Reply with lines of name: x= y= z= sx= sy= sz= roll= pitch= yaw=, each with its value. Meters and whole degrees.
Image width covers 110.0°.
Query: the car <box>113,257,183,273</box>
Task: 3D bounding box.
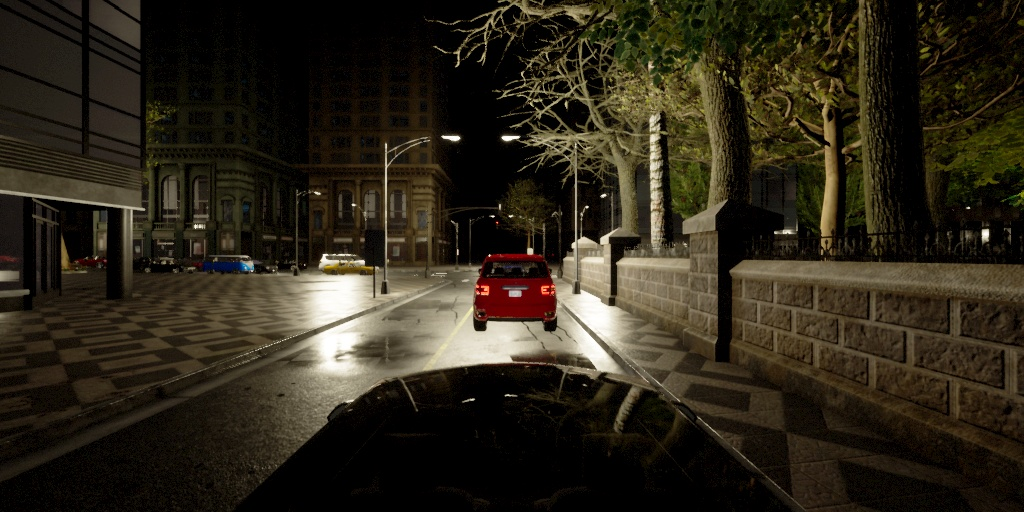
car: x=-36.616 y=0.858 z=36.155 sx=4.902 sy=1.511 sz=2.128 roll=1 pitch=0 yaw=0

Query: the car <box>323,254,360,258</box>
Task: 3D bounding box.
car: x=-16.376 y=0.830 z=36.027 sx=5.566 sy=2.045 sz=2.150 roll=1 pitch=0 yaw=1

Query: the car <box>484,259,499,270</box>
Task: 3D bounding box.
car: x=-3.126 y=1.221 z=54.034 sx=2.033 sy=1.411 sz=5.357 roll=0 pitch=0 yaw=-4

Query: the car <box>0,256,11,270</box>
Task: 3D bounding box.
car: x=-48.831 y=0.741 z=33.547 sx=4.403 sy=1.370 sz=2.007 roll=0 pitch=0 yaw=0

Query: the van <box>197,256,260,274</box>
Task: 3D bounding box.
van: x=-26.356 y=0.840 z=33.419 sx=3.998 sy=1.789 sz=1.690 roll=0 pitch=0 yaw=0

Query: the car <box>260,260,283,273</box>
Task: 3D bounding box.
car: x=-26.610 y=1.043 z=36.087 sx=5.357 sy=1.411 sz=2.033 roll=1 pitch=0 yaw=1

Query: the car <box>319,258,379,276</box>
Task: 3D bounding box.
car: x=-14.945 y=1.146 z=33.354 sx=4.829 sy=1.417 sz=1.751 roll=0 pitch=0 yaw=0

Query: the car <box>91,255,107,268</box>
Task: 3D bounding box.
car: x=-48.790 y=0.630 z=42.073 sx=4.097 sy=1.591 sz=1.967 roll=0 pitch=0 yaw=0

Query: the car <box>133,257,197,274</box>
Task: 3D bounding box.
car: x=-31.974 y=0.980 z=33.451 sx=4.403 sy=1.370 sz=2.007 roll=0 pitch=0 yaw=0

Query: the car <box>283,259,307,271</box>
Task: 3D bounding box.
car: x=-26.317 y=1.065 z=41.945 sx=4.313 sy=1.339 sz=1.948 roll=0 pitch=0 yaw=0

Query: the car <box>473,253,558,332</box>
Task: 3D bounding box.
car: x=0.097 y=0.971 z=11.043 sx=2.150 sy=2.045 sz=5.566 roll=0 pitch=0 yaw=0

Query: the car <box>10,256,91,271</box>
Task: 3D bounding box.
car: x=-43.044 y=0.798 z=33.514 sx=4.829 sy=1.417 sz=1.751 roll=0 pitch=0 yaw=0
